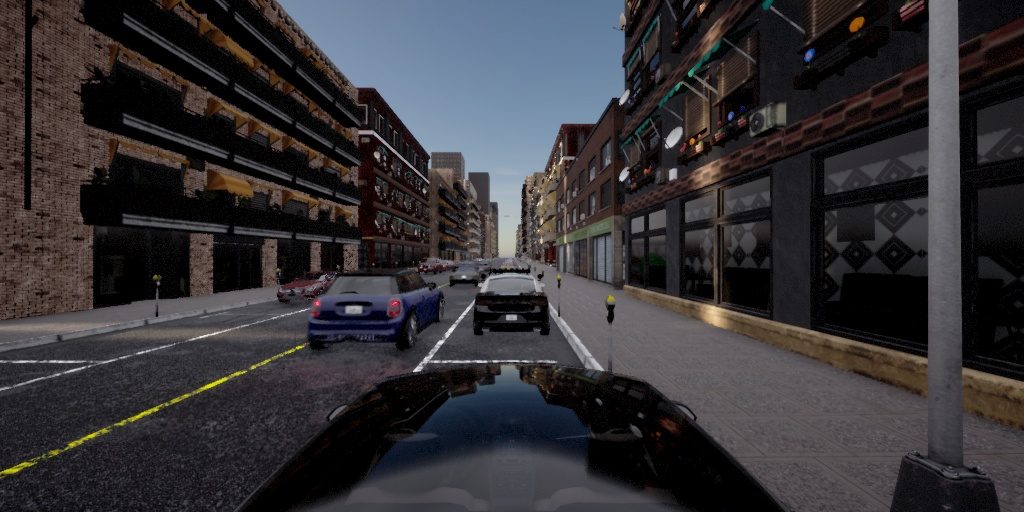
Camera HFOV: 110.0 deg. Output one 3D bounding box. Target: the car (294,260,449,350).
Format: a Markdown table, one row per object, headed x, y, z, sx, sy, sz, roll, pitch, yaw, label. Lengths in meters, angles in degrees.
| x | y | z | sx | sy | sz | roll | pitch | yaw | label |
| --- | --- | --- | --- | --- | --- | --- | --- | --- | --- |
| -3.145 | 1.101 | 9.256 | 2.097 | 1.767 | 4.553 | 0 | 0 | 0 | car |

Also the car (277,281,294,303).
| x | y | z | sx | sy | sz | roll | pitch | yaw | label |
| --- | --- | --- | --- | --- | --- | --- | --- | --- | --- |
| -8.837 | 1.333 | 16.462 | 1.802 | 1.307 | 4.207 | 0 | 0 | 0 | car |

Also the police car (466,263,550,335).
| x | y | z | sx | sy | sz | roll | pitch | yaw | label |
| --- | --- | --- | --- | --- | --- | --- | --- | --- | --- |
| -0.011 | 1.175 | 10.609 | 1.930 | 1.638 | 5.238 | 0 | 0 | 0 | police car |

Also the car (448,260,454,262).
| x | y | z | sx | sy | sz | roll | pitch | yaw | label |
| --- | --- | --- | --- | --- | --- | --- | --- | --- | --- |
| -6.208 | 1.350 | 43.515 | 1.895 | 1.301 | 4.718 | 0 | 0 | 0 | car |

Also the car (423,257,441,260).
| x | y | z | sx | sy | sz | roll | pitch | yaw | label |
| --- | --- | --- | --- | --- | --- | --- | --- | --- | --- |
| -8.837 | 1.064 | 39.007 | 2.192 | 1.841 | 5.009 | 0 | 0 | 0 | car |

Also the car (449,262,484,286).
| x | y | z | sx | sy | sz | roll | pitch | yaw | label |
| --- | --- | --- | --- | --- | --- | --- | --- | --- | --- |
| -3.074 | 1.314 | 24.985 | 1.994 | 1.385 | 4.181 | 0 | 0 | 0 | car |

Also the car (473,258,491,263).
| x | y | z | sx | sy | sz | roll | pitch | yaw | label |
| --- | --- | --- | --- | --- | --- | --- | --- | --- | --- |
| -3.078 | 1.241 | 39.744 | 2.128 | 1.511 | 4.902 | 0 | 0 | 0 | car |

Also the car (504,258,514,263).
| x | y | z | sx | sy | sz | roll | pitch | yaw | label |
| --- | --- | --- | --- | --- | --- | --- | --- | --- | --- |
| -0.456 | 1.275 | 39.173 | 1.751 | 1.417 | 4.829 | 0 | 0 | 0 | car |
